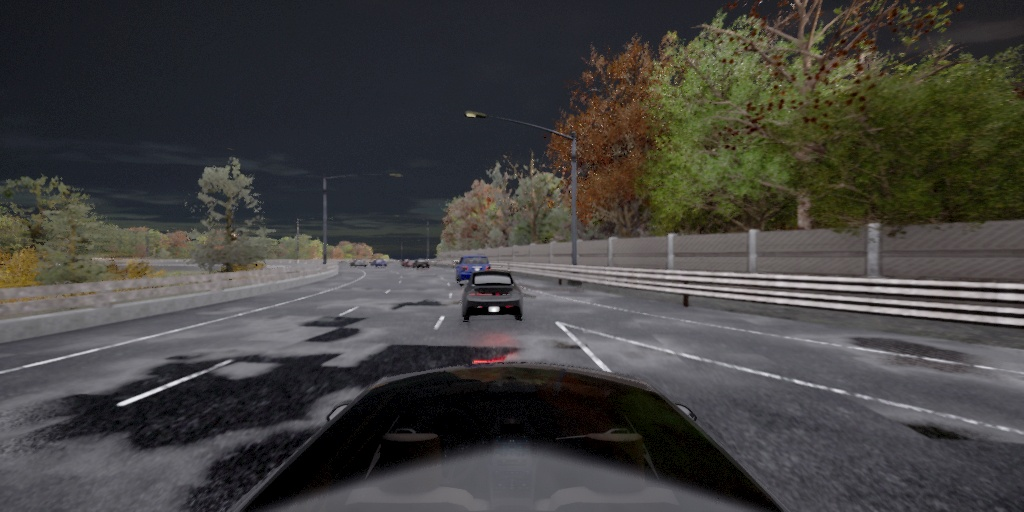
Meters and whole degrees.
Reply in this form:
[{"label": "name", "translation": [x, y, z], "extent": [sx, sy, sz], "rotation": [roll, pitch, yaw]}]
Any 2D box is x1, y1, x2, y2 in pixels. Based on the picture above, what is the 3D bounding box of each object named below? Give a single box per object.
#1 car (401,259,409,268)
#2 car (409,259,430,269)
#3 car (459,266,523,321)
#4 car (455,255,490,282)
[{"label": "car", "translation": [-17.320, 1.331, 62.022], "extent": [1.994, 1.385, 4.181], "rotation": [0, 0, -26]}, {"label": "car", "translation": [-14.259, 1.239, 55.989], "extent": [1.882, 1.535, 5.008], "rotation": [0, 0, -28]}, {"label": "car", "translation": [-0.755, 1.250, 12.500], "extent": [1.837, 1.490, 4.892], "rotation": [0, 0, -6]}, {"label": "car", "translation": [-2.854, 0.965, 26.004], "extent": [2.150, 2.045, 5.566], "rotation": [0, 0, -12]}]
